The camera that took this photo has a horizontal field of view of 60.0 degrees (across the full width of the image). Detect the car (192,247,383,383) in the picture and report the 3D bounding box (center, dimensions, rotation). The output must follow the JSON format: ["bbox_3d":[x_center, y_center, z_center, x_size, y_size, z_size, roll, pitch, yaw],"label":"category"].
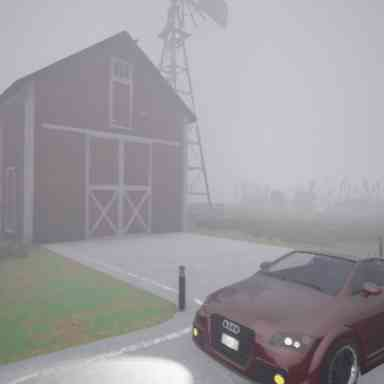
[{"bbox_3d":[2.070,1.613,5.114,4.181,1.385,1.994,1,0,-36],"label":"car"}]
